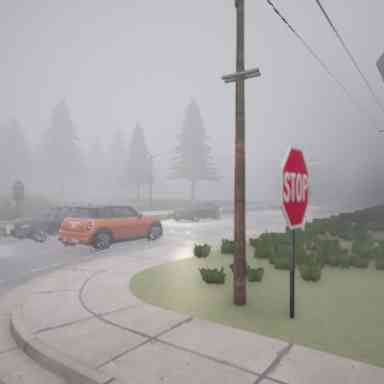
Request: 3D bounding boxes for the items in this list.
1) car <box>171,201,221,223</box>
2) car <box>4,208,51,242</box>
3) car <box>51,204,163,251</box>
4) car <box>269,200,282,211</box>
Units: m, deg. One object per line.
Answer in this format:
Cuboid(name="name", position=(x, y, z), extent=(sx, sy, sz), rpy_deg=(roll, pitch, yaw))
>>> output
Cuboid(name="car", position=(0.428, 1.462, 25.544), extent=(1.837, 1.490, 4.892), rpy_deg=(0, 0, 37))
Cuboid(name="car", position=(-6.434, 1.447, 16.262), extent=(2.128, 1.511, 4.902), rpy_deg=(0, 0, 36))
Cuboid(name="car", position=(-3.277, 1.319, 14.331), extent=(2.097, 1.767, 4.553), rpy_deg=(0, 0, 33))
Cuboid(name="car", position=(10.888, 1.557, 39.653), extent=(1.895, 1.301, 4.718), rpy_deg=(0, 0, 37))
